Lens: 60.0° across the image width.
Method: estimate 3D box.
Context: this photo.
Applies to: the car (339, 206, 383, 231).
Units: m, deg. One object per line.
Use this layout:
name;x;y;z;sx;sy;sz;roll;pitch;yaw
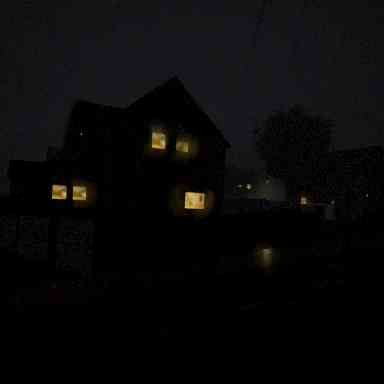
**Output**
car;10.594;1.483;17.675;2.033;1.411;5.357;3;-2;-28
